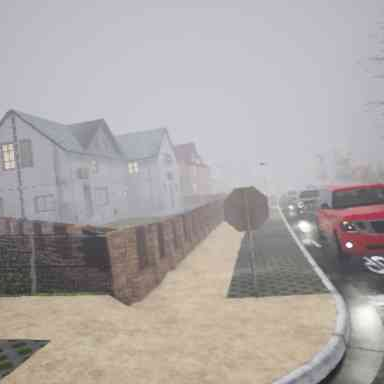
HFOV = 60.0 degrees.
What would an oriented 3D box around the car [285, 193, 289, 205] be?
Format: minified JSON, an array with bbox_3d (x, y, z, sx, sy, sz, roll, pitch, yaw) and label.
[{"bbox_3d":[10.870,0.450,35.024,2.033,1.411,5.357,-6,0,15],"label":"car"}]

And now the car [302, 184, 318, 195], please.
[{"bbox_3d":[18.698,-0.465,52.783,1.882,1.535,5.008,-6,0,17],"label":"car"}]

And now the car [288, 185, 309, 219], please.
[{"bbox_3d":[7.594,0.601,21.284,2.097,1.767,4.553,-6,0,13],"label":"car"}]

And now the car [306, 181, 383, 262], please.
[{"bbox_3d":[5.323,0.737,10.656,2.150,2.045,5.566,-6,0,12],"label":"car"}]
